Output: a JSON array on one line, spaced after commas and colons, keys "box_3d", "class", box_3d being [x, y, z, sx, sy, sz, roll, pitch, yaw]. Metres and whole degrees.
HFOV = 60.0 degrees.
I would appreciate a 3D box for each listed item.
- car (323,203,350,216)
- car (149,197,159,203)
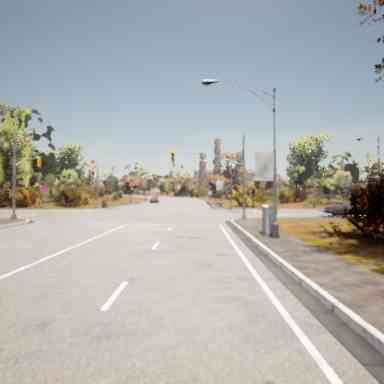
[{"box_3d": [16.217, 1.792, 33.903, 5.357, 1.411, 2.033, 0, 0, -2], "class": "car"}, {"box_3d": [-9.171, 1.920, 80.847, 1.882, 1.535, 5.008, 0, 0, 1], "class": "car"}]
